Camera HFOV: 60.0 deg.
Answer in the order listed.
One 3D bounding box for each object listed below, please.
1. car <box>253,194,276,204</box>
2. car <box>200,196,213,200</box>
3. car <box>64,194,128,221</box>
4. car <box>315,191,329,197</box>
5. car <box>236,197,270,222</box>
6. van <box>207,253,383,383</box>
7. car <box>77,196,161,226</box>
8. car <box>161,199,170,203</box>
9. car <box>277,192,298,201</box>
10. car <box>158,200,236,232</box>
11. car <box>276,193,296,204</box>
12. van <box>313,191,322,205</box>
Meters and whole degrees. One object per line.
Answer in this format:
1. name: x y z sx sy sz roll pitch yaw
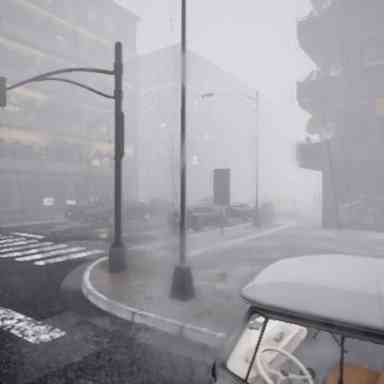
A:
1. car: 9.579 0.922 46.306 1.947 1.339 4.313 1 2 35
2. car: 1.760 1.124 30.688 1.837 1.490 4.892 0 1 35
3. car: -6.425 1.072 23.506 2.192 1.841 5.009 1 2 35
4. car: 28.785 0.422 73.659 1.887 1.381 4.507 1 2 35
5. car: 3.609 1.306 23.223 1.802 1.307 4.206 1 2 35
6. van: 1.888 1.340 1.518 3.998 1.788 1.690 0 0 35
7. car: -4.577 1.255 21.660 1.882 1.535 5.008 0 1 35
8. car: -3.226 1.221 28.070 1.887 1.381 4.507 1 2 35
9. car: 15.980 0.762 55.424 1.947 1.339 4.313 1 2 35
10. car: 0.408 1.370 18.664 1.947 1.339 4.313 1 2 35
11. car: 12.756 0.823 46.231 1.882 1.535 5.008 0 1 36
12. van: 16.416 0.745 41.454 1.690 1.788 3.998 1 2 35
